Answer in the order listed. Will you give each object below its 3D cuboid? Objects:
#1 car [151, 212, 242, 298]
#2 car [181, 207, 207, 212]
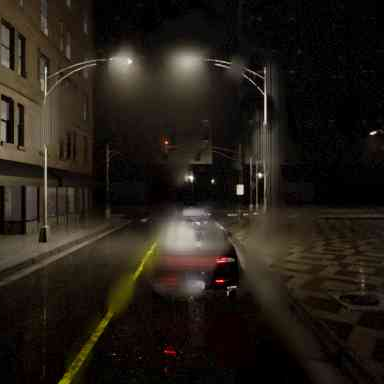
[{"bbox_3d":[0.088,1.491,8.501,2.128,1.511,4.902,0,0,0],"label":"car"},{"bbox_3d":[0.096,1.547,18.612,2.033,1.411,5.357,0,0,-2],"label":"car"}]
